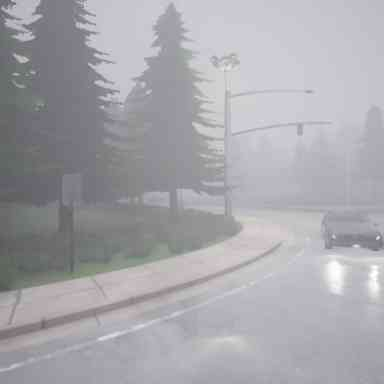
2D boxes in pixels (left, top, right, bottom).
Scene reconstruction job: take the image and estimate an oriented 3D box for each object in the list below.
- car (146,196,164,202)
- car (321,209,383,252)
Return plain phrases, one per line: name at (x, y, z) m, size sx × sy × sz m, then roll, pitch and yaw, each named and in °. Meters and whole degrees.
car at (-7.210, 1.435, 64.878) m, size 2.033 × 1.411 × 5.357 m, roll -1°, pitch 0°, yaw -29°
car at (6.417, 1.437, 13.789) m, size 2.033 × 1.411 × 5.357 m, roll -1°, pitch 0°, yaw 19°
